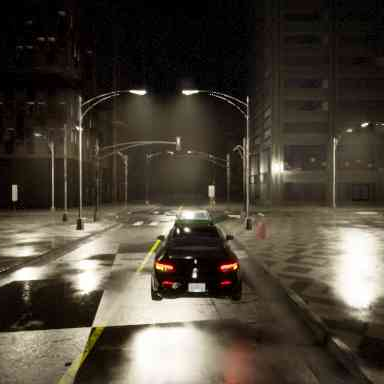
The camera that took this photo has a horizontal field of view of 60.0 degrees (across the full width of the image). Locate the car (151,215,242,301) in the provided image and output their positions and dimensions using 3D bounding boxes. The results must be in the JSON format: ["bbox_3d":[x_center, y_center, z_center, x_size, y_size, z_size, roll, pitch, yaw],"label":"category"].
[{"bbox_3d":[0.086,1.523,8.186,1.812,1.442,4.674,0,0,0],"label":"car"}]

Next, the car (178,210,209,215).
[{"bbox_3d":[0.076,1.593,17.211,1.895,1.301,4.718,0,0,0],"label":"car"}]
